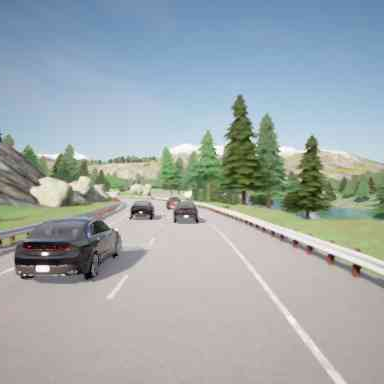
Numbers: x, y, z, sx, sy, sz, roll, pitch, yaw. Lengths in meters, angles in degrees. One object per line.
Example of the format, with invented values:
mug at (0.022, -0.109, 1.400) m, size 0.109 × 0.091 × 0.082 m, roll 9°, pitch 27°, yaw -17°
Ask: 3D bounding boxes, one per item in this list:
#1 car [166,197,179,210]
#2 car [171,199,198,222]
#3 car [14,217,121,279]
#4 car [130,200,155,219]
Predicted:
car at (-2.445, 1.430, 44.062) m, size 2.033 × 1.649 × 4.856 m, roll 0°, pitch 0°, yaw -8°
car at (-0.552, 1.503, 26.009) m, size 1.837 × 1.490 × 4.892 m, roll 0°, pitch 0°, yaw -4°
car at (-3.435, 1.505, 10.020) m, size 1.837 × 1.490 × 4.892 m, roll 0°, pitch 0°, yaw -1°
car at (-4.298, 1.477, 29.158) m, size 1.882 × 1.535 × 5.008 m, roll 0°, pitch 0°, yaw -5°
